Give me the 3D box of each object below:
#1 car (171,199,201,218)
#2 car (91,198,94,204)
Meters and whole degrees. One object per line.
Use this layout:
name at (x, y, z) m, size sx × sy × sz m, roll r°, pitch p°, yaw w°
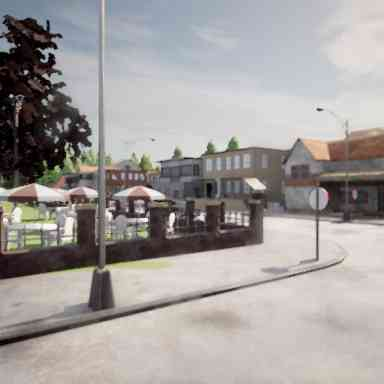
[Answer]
car at (-1.103, 1.465, 29.853) m, size 1.837 × 1.490 × 4.892 m, roll 0°, pitch 2°, yaw -35°
car at (-14.162, 1.491, 48.295) m, size 1.812 × 1.442 × 4.674 m, roll 0°, pitch 0°, yaw -35°
